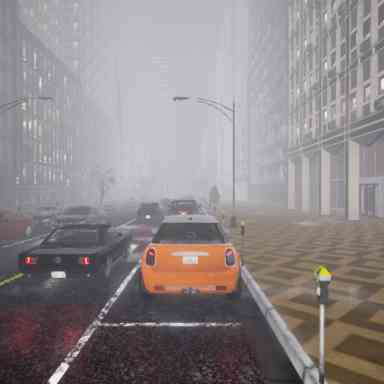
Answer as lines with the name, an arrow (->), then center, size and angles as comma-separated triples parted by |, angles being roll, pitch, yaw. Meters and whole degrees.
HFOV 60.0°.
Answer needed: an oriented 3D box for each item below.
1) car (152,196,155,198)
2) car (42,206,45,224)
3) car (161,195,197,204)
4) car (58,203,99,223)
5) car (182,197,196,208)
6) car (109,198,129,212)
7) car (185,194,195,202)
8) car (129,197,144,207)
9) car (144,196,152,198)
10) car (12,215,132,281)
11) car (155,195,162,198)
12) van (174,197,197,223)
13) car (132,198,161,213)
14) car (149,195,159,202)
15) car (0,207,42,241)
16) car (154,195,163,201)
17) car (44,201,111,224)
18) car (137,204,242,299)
car -> -8.845, 1.426, 66.141 | 1.967, 1.590, 4.097 | -1, 0, 0
car -> -8.844, 1.547, 20.672 | 2.008, 1.369, 4.403 | -1, 0, 0
car -> -0.465, 1.311, 20.672 | 2.192, 1.841, 5.009 | -1, 0, 0
car -> -8.843, 1.577, 26.356 | 1.802, 1.307, 4.206 | -1, 0, 0
car -> -0.463, 1.541, 49.090 | 2.008, 1.369, 4.403 | -1, 0, 0
car -> -8.844, 1.544, 37.723 | 2.008, 1.369, 4.403 | -1, 0, 0
car -> -0.465, 1.298, 77.509 | 2.192, 1.841, 5.009 | -1, 0, 0
car -> -8.843, 1.541, 49.090 | 2.008, 1.369, 4.403 | -1, 0, 0
car -> -8.843, 1.570, 60.458 | 1.802, 1.307, 4.206 | -1, 0, 0
car -> -3.046, 1.599, 9.838 | 1.895, 1.301, 4.718 | 0, 0, 0
car -> -3.047, 1.470, 40.681 | 1.882, 1.535, 5.008 | 0, 0, 0
van -> -0.465, 1.336, 26.356 | 1.690, 1.788, 3.998 | -1, 0, 0
car -> -3.145, 1.500, 26.141 | 1.837, 1.490, 4.892 | 0, 0, 0
car -> -8.843, 1.508, 77.339 | 1.752, 1.417, 4.829 | -1, 0, 0
car -> -8.843, 1.542, 14.989 | 1.887, 1.381, 4.507 | -1, 0, 0
car -> -8.844, 1.545, 88.876 | 1.947, 1.339, 4.313 | -1, 0, 0
car -> -6.245, 1.501, 18.867 | 1.837, 1.490, 4.892 | 0, 0, 0
car -> -0.033, 1.351, 8.621 | 2.097, 1.767, 4.553 | 0, 0, 0
